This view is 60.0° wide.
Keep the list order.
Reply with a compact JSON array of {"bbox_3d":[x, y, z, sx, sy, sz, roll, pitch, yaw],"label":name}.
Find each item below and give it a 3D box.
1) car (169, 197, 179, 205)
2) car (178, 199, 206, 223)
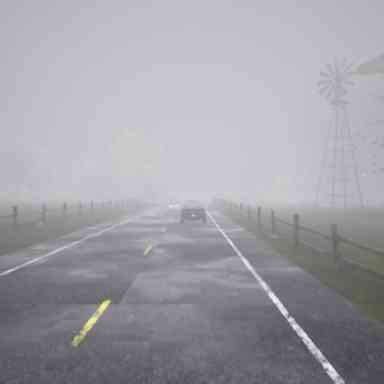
[{"bbox_3d":[-3.502,1.730,66.105,2.128,1.511,4.902,0,0,0],"label":"car"},{"bbox_3d":[0.097,1.560,26.603,1.882,1.535,5.008,0,0,0],"label":"car"}]
